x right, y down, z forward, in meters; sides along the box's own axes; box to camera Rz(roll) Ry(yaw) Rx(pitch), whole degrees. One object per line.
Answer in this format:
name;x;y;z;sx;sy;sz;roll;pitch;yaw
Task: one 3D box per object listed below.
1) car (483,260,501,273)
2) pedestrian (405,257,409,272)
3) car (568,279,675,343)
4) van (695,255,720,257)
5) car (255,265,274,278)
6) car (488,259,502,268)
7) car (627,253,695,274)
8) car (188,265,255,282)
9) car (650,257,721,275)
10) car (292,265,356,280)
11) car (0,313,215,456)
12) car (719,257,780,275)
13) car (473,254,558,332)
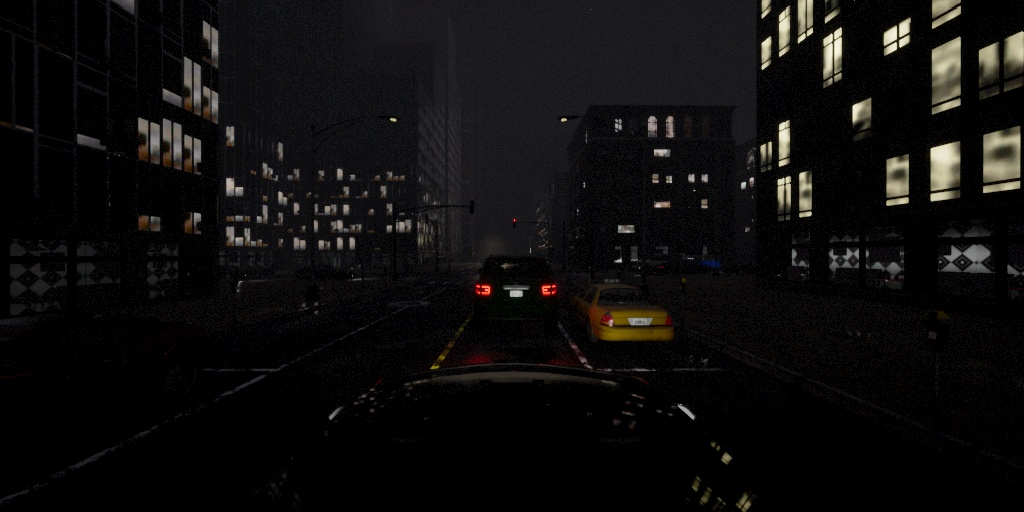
car;-2.567;1.244;44.903;2.128;1.511;4.902;0;0;-5
pedestrian;-12.390;1.020;42.297;0.375;1.860;0.375;0;1;-1
car;2.558;1.275;9.475;1.751;1.417;4.829;0;0;0
van;20.941;0.799;39.758;3.998;1.789;1.690;0;0;-1
car;-28.439;1.648;39.096;4.403;1.370;2.007;0;0;-1
car;-2.887;1.300;61.594;2.033;1.411;5.357;0;0;0
car;15.398;0.755;37.228;5.566;2.045;2.150;-1;0;-1
car;-27.536;1.602;33.726;4.892;1.490;1.837;-1;0;-1
car;16.463;1.073;34.208;5.357;1.411;2.033;-1;0;-2
car;-17.721;1.514;33.861;5.357;1.411;2.033;-1;0;-1
car;-5.317;1.332;3.738;1.802;1.307;4.207;0;0;0
car;21.057;1.019;31.878;4.507;1.381;1.888;0;0;-1
car;0.090;0.971;11.028;2.150;2.045;5.566;0;0;0
